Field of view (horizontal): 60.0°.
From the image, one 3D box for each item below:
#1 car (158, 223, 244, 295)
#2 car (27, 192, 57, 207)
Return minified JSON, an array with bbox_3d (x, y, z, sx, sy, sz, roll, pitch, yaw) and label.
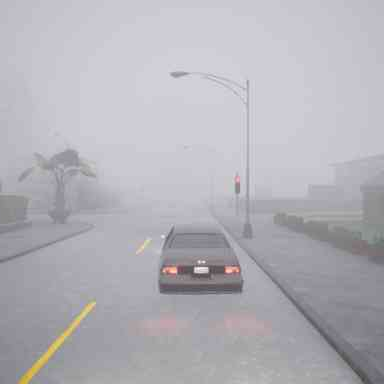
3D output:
[{"bbox_3d":[0.109,1.547,8.902,2.033,1.411,5.357,0,0,-2],"label":"car"},{"bbox_3d":[-19.782,0.986,43.806,1.905,1.878,3.866,0,0,35],"label":"car"}]
